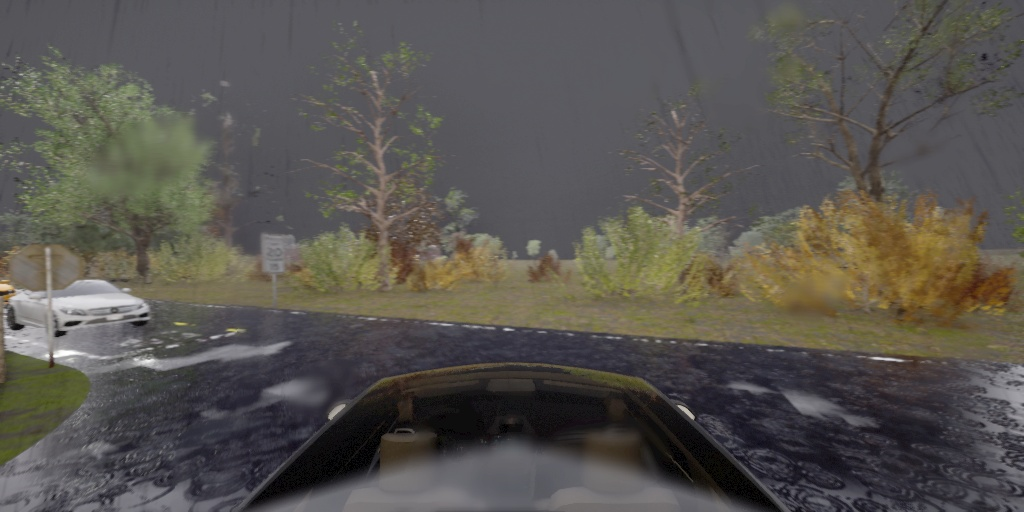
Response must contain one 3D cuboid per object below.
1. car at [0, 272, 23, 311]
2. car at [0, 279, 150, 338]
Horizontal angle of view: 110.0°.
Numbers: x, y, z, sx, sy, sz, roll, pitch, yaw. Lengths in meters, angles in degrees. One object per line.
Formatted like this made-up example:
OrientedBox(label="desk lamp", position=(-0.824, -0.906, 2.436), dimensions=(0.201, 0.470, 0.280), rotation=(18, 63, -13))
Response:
OrientedBox(label="car", position=(-23.057, 1.475, 15.033), dimensions=(5.008, 1.535, 1.882), rotation=(-1, 0, 23))
OrientedBox(label="car", position=(-13.055, 1.434, 10.763), dimensions=(4.674, 1.442, 1.812), rotation=(0, 0, 23))
